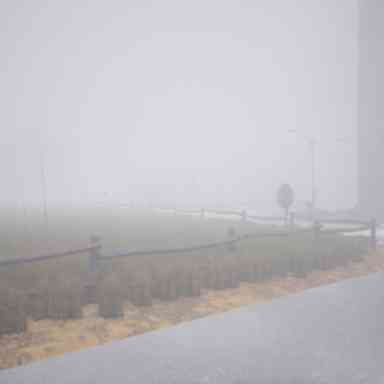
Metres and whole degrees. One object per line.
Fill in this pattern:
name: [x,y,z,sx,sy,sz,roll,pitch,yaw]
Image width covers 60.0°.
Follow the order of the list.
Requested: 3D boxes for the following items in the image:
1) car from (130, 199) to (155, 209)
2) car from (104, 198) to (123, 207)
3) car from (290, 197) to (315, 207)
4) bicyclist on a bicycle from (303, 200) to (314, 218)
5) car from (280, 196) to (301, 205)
car: [-6.985,1.690,46.622,1.882,1.535,5.008,1,0,-35]
car: [-12.903,1.737,54.725,1.812,1.442,4.674,1,0,-36]
car: [19.589,1.977,59.022,2.242,1.667,4.611,1,0,-36]
bicyclist on a bicycle: [10.241,1.552,29.235,1.656,1.620,0.582,0,0,-36]
car: [23.066,1.944,77.997,1.932,1.855,4.605,1,0,-36]
